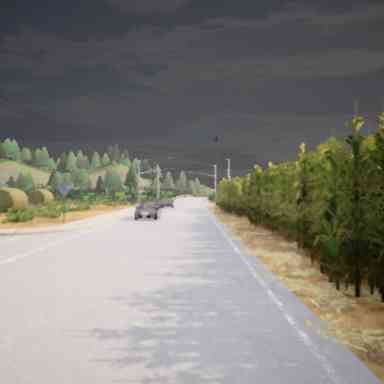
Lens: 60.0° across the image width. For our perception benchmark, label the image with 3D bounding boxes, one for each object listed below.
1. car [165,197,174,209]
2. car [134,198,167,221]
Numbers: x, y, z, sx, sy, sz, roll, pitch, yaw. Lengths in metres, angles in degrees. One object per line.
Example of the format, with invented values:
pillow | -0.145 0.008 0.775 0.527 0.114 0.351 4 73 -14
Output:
car | -3.542 1.563 47.433 1.837 1.490 4.892 0 -1 1
car | -3.596 1.525 27.676 2.128 1.511 4.902 0 0 0
